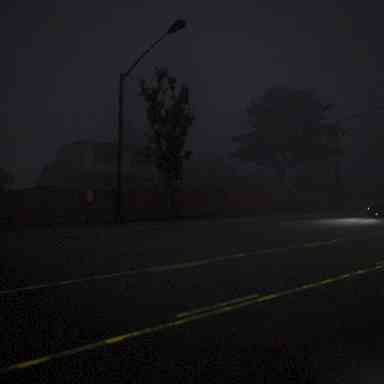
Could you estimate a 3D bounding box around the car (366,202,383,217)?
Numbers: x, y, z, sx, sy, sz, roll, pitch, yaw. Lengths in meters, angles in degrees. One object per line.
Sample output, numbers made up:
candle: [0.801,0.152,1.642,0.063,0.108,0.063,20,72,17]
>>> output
car: [17.306,1.540,29.203,4.718,1.301,1.895,0,0,-36]
